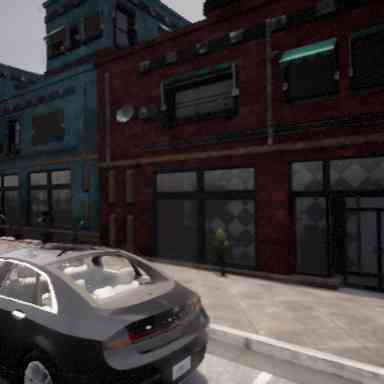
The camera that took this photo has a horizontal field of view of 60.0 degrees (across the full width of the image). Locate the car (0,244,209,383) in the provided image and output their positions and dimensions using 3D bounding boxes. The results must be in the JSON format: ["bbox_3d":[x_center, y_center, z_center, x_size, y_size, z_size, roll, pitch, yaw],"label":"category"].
[{"bbox_3d":[-2.074,1.499,4.733,4.892,1.521,2.231,0,0,36],"label":"car"}]
